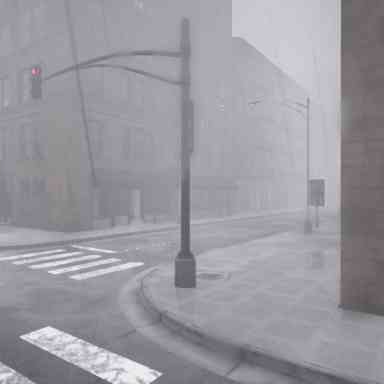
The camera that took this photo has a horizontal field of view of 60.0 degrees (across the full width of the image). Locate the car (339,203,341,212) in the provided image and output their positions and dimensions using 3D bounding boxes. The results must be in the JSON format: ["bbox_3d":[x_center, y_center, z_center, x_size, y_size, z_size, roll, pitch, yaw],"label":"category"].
[{"bbox_3d":[20.524,1.760,43.104,1.882,1.535,5.008,0,0,36],"label":"car"}]
